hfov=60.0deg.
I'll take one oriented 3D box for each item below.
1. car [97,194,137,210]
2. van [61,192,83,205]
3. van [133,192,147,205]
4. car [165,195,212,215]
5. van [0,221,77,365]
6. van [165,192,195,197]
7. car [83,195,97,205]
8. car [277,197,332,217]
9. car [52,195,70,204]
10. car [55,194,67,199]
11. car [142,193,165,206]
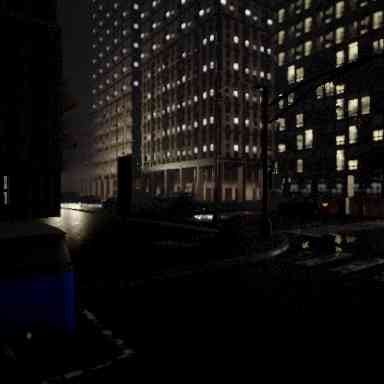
[{"bbox_3d":[-7.973,1.151,34.987,2.008,1.369,4.403,0,0,-35],"label":"car"},{"bbox_3d":[-17.788,0.921,48.800,1.690,1.788,3.998,0,0,-35],"label":"van"},{"bbox_3d":[-7.685,0.923,49.050,1.690,1.788,3.998,0,0,-35],"label":"van"},{"bbox_3d":[-0.156,1.177,28.462,1.994,1.385,4.181,0,0,-35],"label":"car"},{"bbox_3d":[-3.546,1.352,4.176,3.998,1.788,1.690,-1,2,-35],"label":"van"},{"bbox_3d":[-1.141,0.937,39.841,1.690,1.788,3.998,0,0,-35],"label":"van"},{"bbox_3d":[-15.163,1.127,49.709,2.033,1.411,5.357,0,0,-35],"label":"car"},{"bbox_3d":[8.676,1.061,26.028,1.967,1.590,4.097,0,0,-35],"label":"car"},{"bbox_3d":[-21.061,1.156,53.404,1.802,1.307,4.206,0,0,-35],"label":"car"},{"bbox_3d":[-33.862,1.124,85.885,1.802,1.307,4.206,0,0,-35],"label":"car"},{"bbox_3d":[-4.413,1.140,44.446,2.008,1.369,4.403,0,0,-35],"label":"car"}]
